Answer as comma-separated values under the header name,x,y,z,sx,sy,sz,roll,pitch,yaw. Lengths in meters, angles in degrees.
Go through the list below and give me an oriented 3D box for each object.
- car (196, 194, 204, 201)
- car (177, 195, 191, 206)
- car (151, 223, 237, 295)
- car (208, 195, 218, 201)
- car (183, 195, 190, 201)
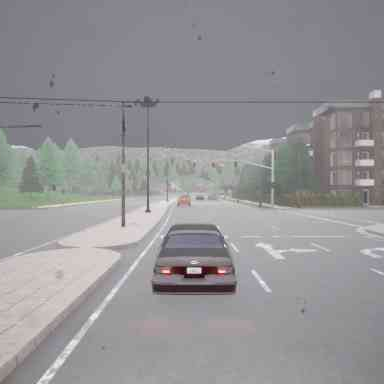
name,x,y,z,sx,sy,sz,roll,pitch,yaw
car,2.071,1.477,85.471,1.882,1.535,5.008,0,0,0
car,-1.298,1.352,54.611,2.097,1.767,4.553,0,0,-1
car,0.052,1.547,8.865,2.033,1.411,5.357,0,0,0
car,5.571,1.539,85.475,2.033,1.411,5.357,0,0,0
car,-1.429,1.523,85.436,1.812,1.442,4.674,0,0,0
